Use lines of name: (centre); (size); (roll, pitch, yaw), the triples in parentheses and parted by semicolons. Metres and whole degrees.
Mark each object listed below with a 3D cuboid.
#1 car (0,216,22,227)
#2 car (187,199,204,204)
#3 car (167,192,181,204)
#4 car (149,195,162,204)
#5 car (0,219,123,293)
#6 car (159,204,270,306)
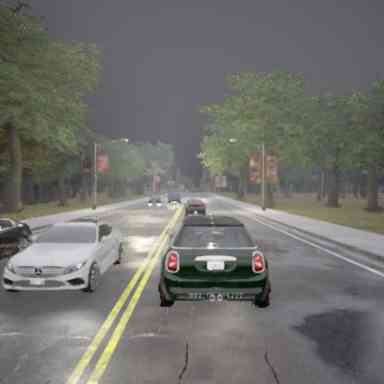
car: (-6.300, 1.446, 9.329); (2.128, 1.511, 4.902); (0, 0, 0)
car: (0.290, 1.431, 29.928); (1.837, 1.490, 4.892); (0, 0, 0)
car: (-3.078, 0.948, 58.465); (2.150, 2.045, 5.566); (0, 0, 0)
car: (-6.336, 1.248, 57.886); (1.812, 1.442, 4.674); (0, 0, 0)
car: (-3.057, 1.494, 8.886); (1.812, 1.442, 4.674); (0, 0, 0)
car: (0.411, 1.336, 8.129); (2.097, 1.767, 4.553); (0, 0, 0)
